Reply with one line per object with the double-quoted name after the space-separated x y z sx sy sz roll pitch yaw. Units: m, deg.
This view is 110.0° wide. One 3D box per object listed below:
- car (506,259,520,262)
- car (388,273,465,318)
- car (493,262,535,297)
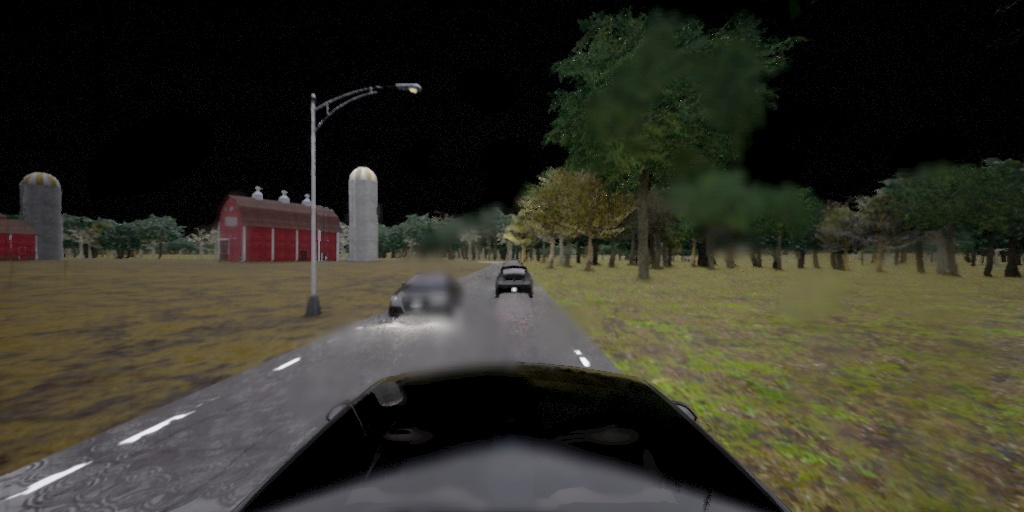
0.096 1.095 37.424 2.097 1.767 4.553 0 0 0 "car"
-2.847 1.304 12.717 1.994 1.385 4.181 0 0 0 "car"
0.105 1.245 18.655 1.837 1.490 4.892 0 1 0 "car"
